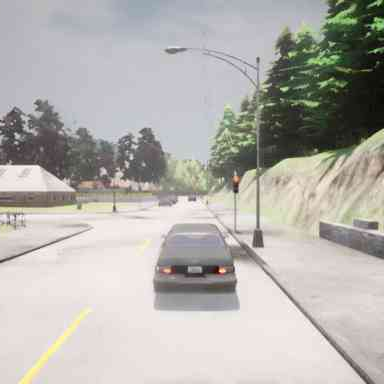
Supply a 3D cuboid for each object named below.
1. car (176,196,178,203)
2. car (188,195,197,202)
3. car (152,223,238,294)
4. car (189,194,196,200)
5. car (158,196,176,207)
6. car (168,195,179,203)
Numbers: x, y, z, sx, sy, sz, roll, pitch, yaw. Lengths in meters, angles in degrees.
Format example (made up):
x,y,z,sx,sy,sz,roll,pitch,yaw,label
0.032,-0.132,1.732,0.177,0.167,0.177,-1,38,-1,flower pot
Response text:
x,y,z,sx,sy,sz,roll,pitch,yaw,label
-3.980,1.457,61.056,1.882,1.535,5.008,0,0,1,car
0.106,1.490,75.684,2.128,1.511,4.902,0,0,0,car
0.071,1.544,8.931,2.033,1.411,5.357,0,0,0,car
0.120,1.379,86.044,1.812,1.442,4.674,0,0,0,car
-4.024,1.547,51.053,1.994,1.385,4.181,0,0,0,car
-3.900,1.501,71.148,2.128,1.511,4.902,0,0,0,car
